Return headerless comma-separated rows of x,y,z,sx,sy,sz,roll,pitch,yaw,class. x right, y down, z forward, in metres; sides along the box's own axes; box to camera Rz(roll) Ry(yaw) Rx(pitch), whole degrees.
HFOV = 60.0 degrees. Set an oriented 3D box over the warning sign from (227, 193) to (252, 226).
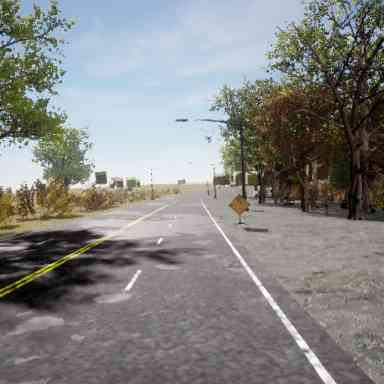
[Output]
2.858,1.050,19.967,1.300,1.860,1.060,-2,1,0,warning sign
